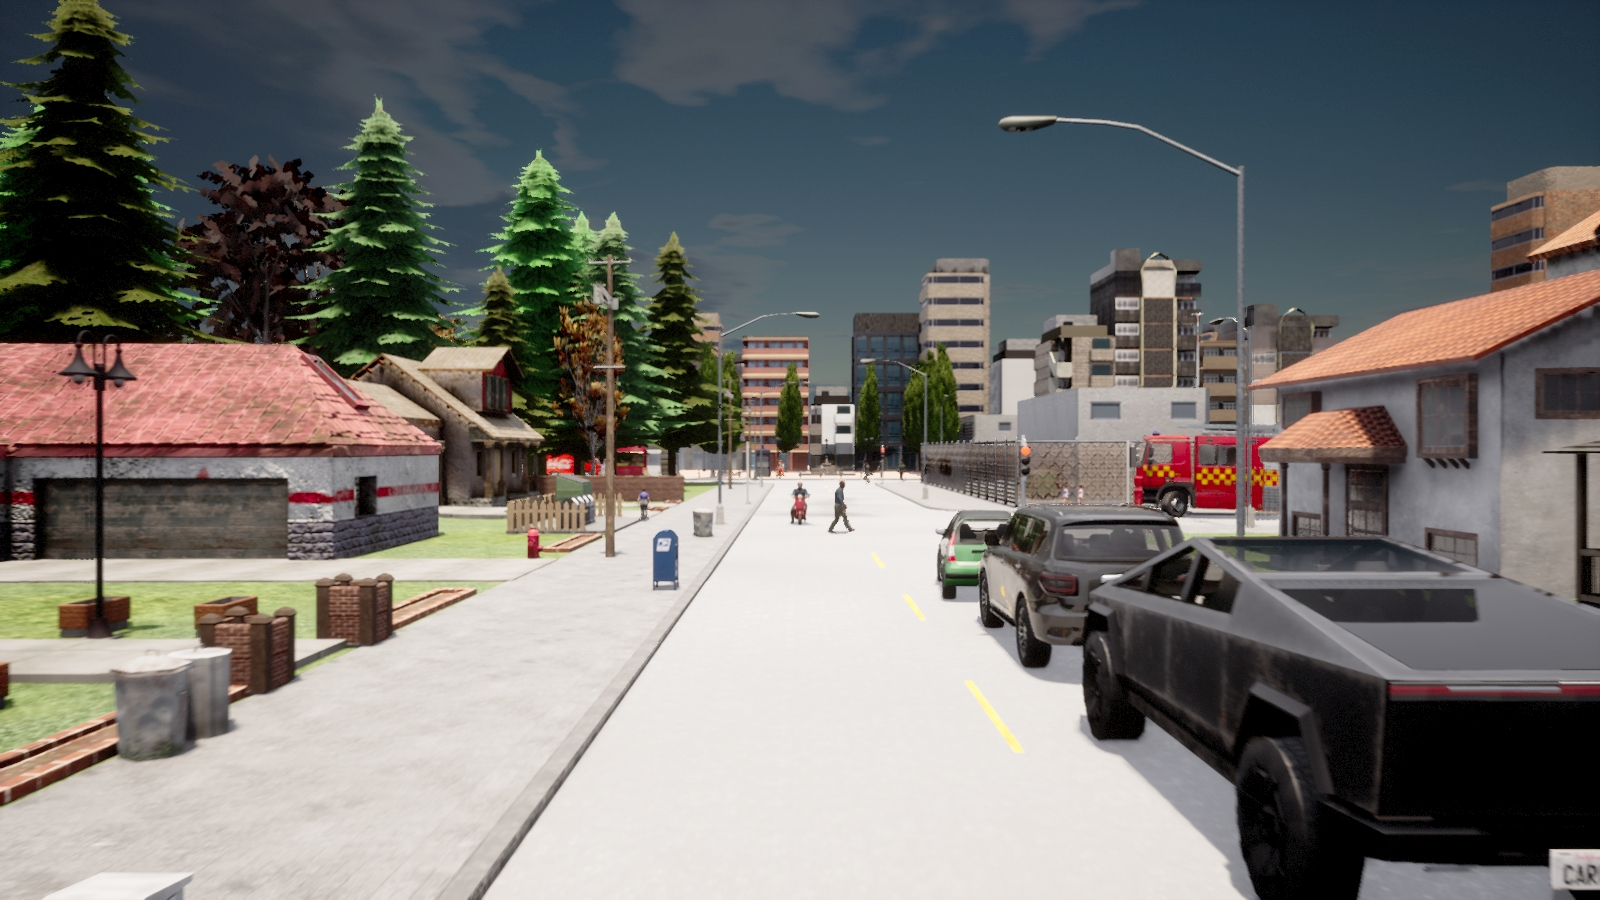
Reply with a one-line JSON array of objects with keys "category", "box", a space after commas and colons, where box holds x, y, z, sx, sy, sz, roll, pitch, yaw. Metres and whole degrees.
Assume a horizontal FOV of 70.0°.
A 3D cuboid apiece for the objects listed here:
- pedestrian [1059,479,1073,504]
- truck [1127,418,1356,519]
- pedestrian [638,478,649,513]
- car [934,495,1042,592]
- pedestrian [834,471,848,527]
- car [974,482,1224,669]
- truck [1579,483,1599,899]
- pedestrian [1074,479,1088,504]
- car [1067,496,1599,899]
[{"category": "pedestrian", "box": [12.177, 1.896, 52.322, 0.500, 1.100, 0.500, 0, 0, -2]}, {"category": "truck", "box": [17.975, 0.669, 47.083, 8.468, 3.827, 2.891, 1, 1, 18]}, {"category": "pedestrian", "box": [-5.933, 1.732, 43.345, 0.375, 1.300, 0.375, 0, 0, 0]}, {"category": "car", "box": [3.657, 1.779, 22.838, 1.851, 1.617, 3.988, 0, 0, 5]}, {"category": "pedestrian", "box": [1.362, 1.628, 37.973, 0.375, 1.860, 0.375, 0, 0, 14]}, {"category": "car", "box": [3.942, 1.559, 16.237, 2.150, 2.045, 5.566, 0, 0, 1]}, {"category": "truck", "box": [3.993, 1.348, 1.336, 2.627, 2.467, 5.204, 0, 0, 0]}, {"category": "pedestrian", "box": [12.860, 1.894, 52.307, 0.500, 1.100, 0.500, 0, 0, 2]}, {"category": "car", "box": [3.982, 1.533, 8.826, 2.390, 2.098, 6.274, 0, 0, 0]}]
